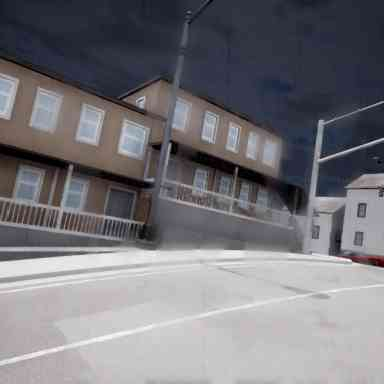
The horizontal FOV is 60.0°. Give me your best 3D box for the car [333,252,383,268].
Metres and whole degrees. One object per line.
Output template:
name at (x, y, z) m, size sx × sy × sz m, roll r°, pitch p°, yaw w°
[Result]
car at (13.450, 5.543, 26.759) m, size 1.895 × 1.301 × 4.718 m, roll 15°, pitch -16°, yaw -34°
